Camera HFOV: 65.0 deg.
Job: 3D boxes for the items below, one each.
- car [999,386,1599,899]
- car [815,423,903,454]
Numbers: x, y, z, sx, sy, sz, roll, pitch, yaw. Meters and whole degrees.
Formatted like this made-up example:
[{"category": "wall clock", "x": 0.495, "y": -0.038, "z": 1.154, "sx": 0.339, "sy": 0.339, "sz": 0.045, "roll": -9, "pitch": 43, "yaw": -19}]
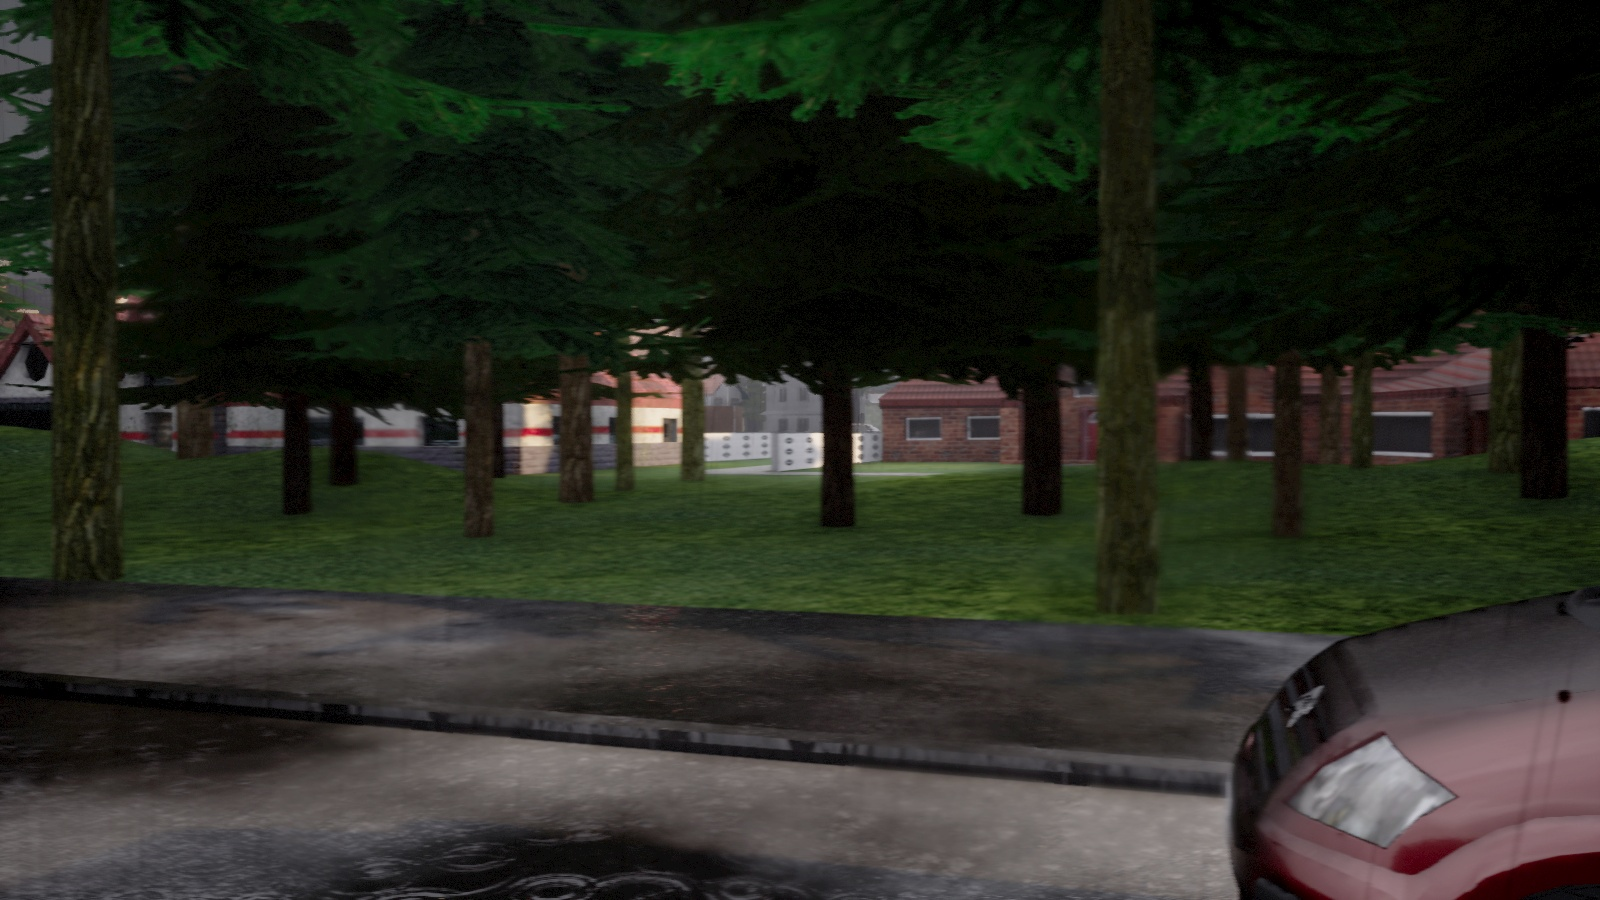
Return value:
[{"category": "car", "x": 2.599, "y": 0.688, "z": 2.845, "sx": 3.988, "sy": 1.617, "sz": 1.851, "roll": 0, "pitch": 1, "yaw": 19}, {"category": "car", "x": 3.976, "y": -0.778, "z": 84.848, "sx": 5.566, "sy": 2.045, "sz": 2.150, "roll": 0, "pitch": 1, "yaw": 18}]
